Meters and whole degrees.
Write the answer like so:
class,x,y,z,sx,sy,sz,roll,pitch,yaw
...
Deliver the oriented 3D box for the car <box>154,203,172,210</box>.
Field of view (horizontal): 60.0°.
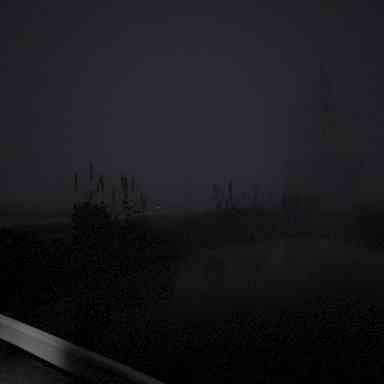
class,x,y,z,sx,sy,sz,roll,pitch,yaw
car,-5.640,2.829,61.362,2.097,1.767,4.553,-1,-1,34
